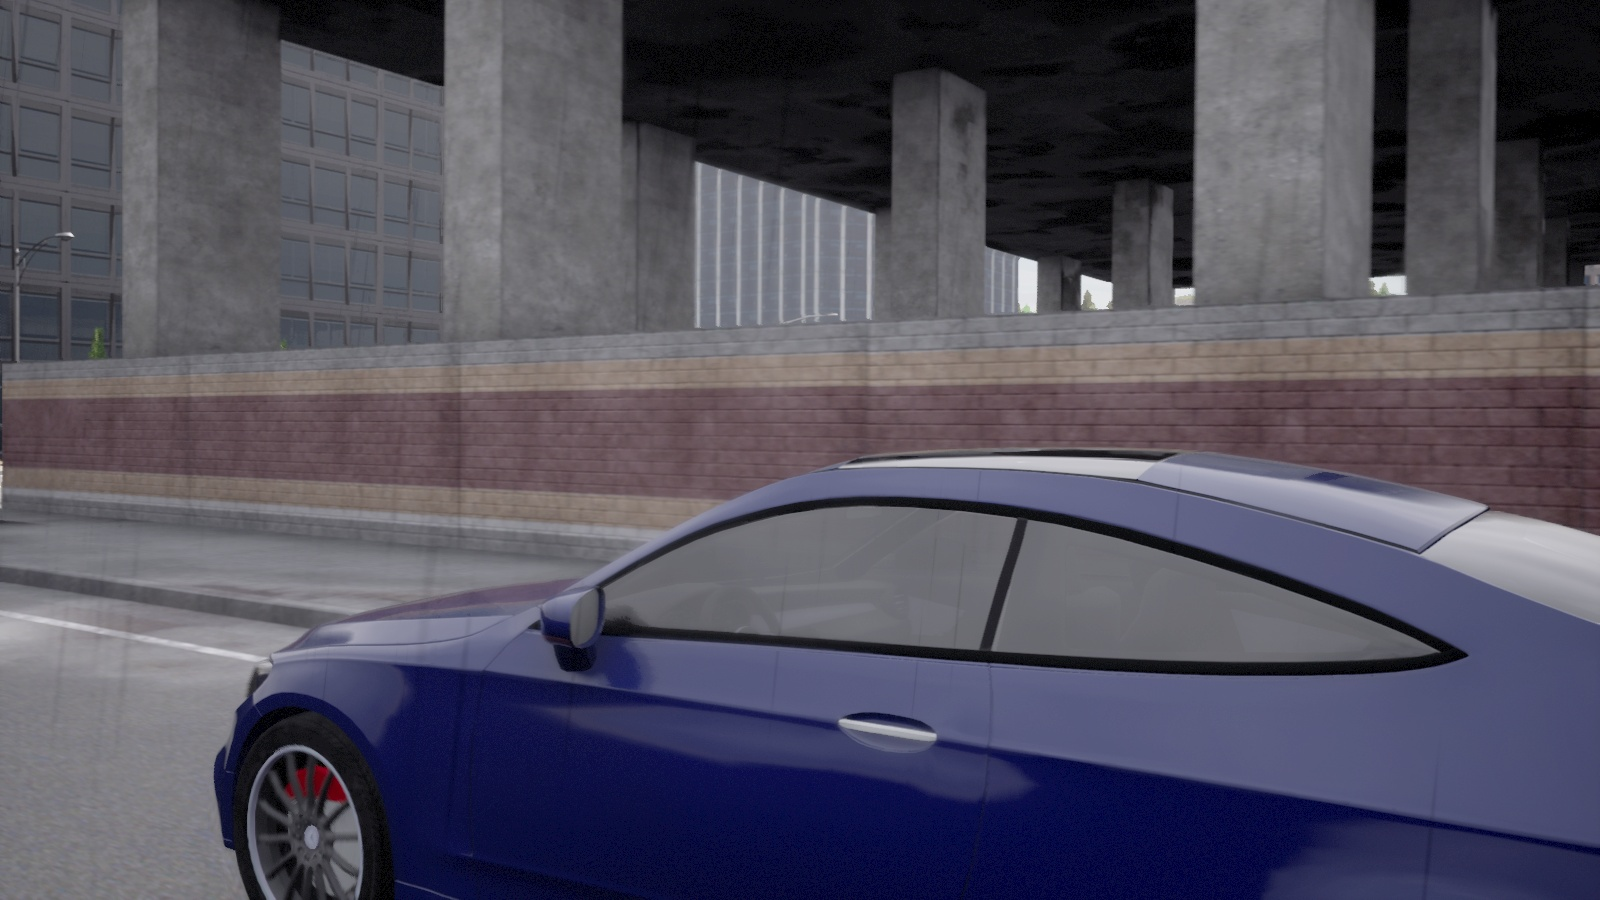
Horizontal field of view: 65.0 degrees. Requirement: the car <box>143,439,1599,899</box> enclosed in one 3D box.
[{"bbox_3d":[0.433,0.708,3.336,4.674,1.442,1.812,0,1,34],"label":"car"}]
